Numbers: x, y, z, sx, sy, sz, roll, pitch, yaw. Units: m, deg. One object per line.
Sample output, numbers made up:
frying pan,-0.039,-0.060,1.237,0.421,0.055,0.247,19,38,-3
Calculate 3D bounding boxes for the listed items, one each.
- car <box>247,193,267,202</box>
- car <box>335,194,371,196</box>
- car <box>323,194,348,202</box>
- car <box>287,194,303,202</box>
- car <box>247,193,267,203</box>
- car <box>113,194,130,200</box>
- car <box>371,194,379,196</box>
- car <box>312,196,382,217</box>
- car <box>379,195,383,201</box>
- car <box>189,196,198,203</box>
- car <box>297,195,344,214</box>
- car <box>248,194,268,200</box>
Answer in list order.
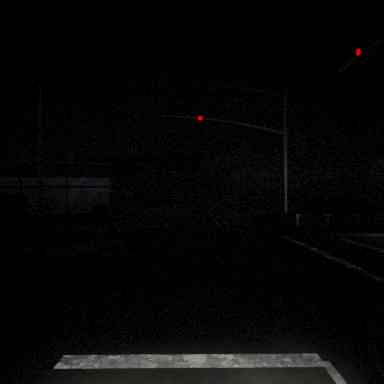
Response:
car,13.450,1.077,68.978,3.866,1.878,1.905,0,0,0
car,20.651,1.320,43.266,3.633,1.501,1.845,0,0,0
car,31.317,1.298,72.693,4.514,1.523,2.007,0,0,0
car,21.329,1.097,65.718,4.605,1.855,1.932,0,0,0
car,12.850,1.361,65.652,3.806,1.475,1.970,0,0,0
car,-19.401,1.332,91.583,4.674,1.442,1.812,0,0,0
car,38.378,1.232,69.054,3.806,1.475,1.970,0,0,0
car,13.080,1.339,28.258,4.514,1.523,2.007,0,0,0
car,38.723,1.153,62.638,5.027,1.636,2.152,0,0,0
car,0.273,1.547,69.680,2.033,1.411,5.357,0,0,0
car,13.017,1.330,31.395,5.027,1.636,2.152,0,0,0
car,18.134,1.333,91.607,4.902,1.511,2.128,0,0,0
